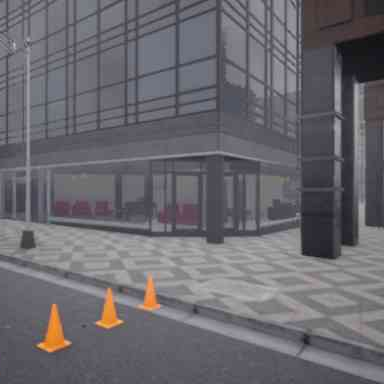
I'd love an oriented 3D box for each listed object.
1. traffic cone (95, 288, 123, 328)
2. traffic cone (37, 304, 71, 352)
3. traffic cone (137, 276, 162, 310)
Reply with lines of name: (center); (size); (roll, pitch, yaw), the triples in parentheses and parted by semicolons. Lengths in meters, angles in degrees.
traffic cone: (-1.397, 1.912, 5.603); (0.340, 0.580, 0.340); (1, 0, 36)
traffic cone: (-1.982, 1.909, 4.792); (0.340, 0.580, 0.340); (1, 0, 36)
traffic cone: (-0.810, 1.915, 6.415); (0.340, 0.580, 0.340); (1, 0, 36)
